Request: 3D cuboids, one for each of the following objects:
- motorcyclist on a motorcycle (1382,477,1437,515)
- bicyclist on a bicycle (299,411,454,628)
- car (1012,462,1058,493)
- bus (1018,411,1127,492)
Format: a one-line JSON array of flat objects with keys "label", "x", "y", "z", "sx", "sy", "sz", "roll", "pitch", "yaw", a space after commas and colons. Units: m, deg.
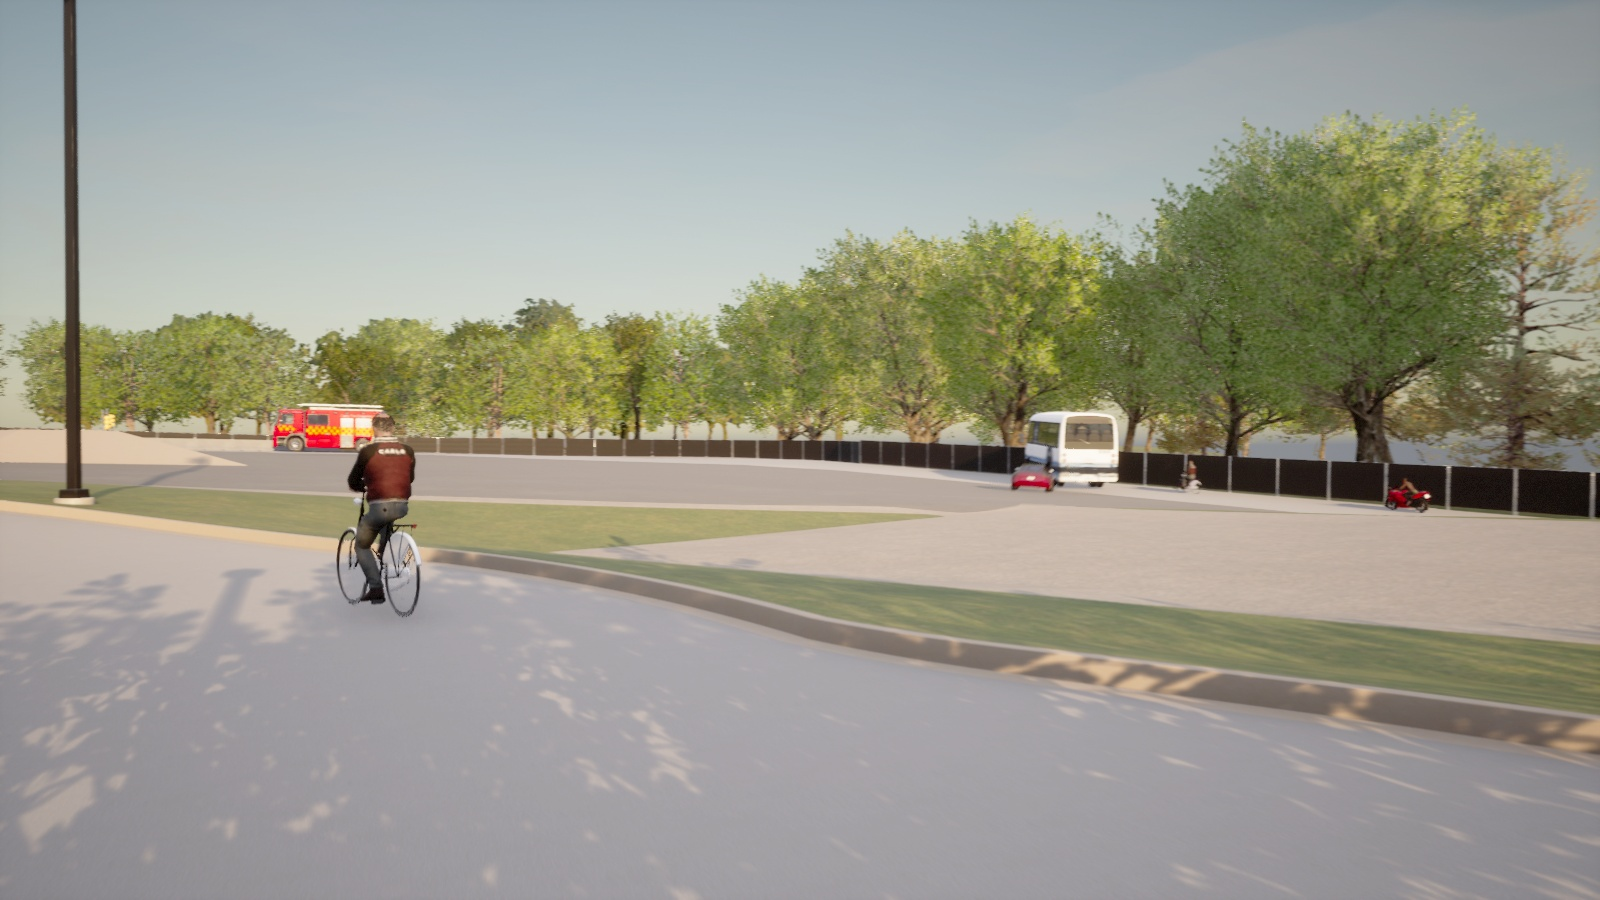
[{"label": "motorcyclist on a motorcycle", "x": 26.738, "y": 2.015, "z": 55.127, "sx": 0.797, "sy": 1.523, "sz": 2.044, "roll": 0, "pitch": 2, "yaw": -32}, {"label": "bicyclist on a bicycle", "x": -3.795, "y": 0.560, "z": 11.176, "sx": 0.659, "sy": 1.776, "sz": 1.843, "roll": -1, "pitch": 1, "yaw": -40}, {"label": "car", "x": 11.833, "y": 1.395, "z": 63.043, "sx": 1.994, "sy": 1.385, "sz": 4.181, "roll": 3, "pitch": 0, "yaw": 14}, {"label": "bus", "x": 15.785, "y": -0.081, "z": 73.677, "sx": 3.944, "sy": 4.253, "sz": 10.273, "roll": 1, "pitch": 2, "yaw": -1}]
